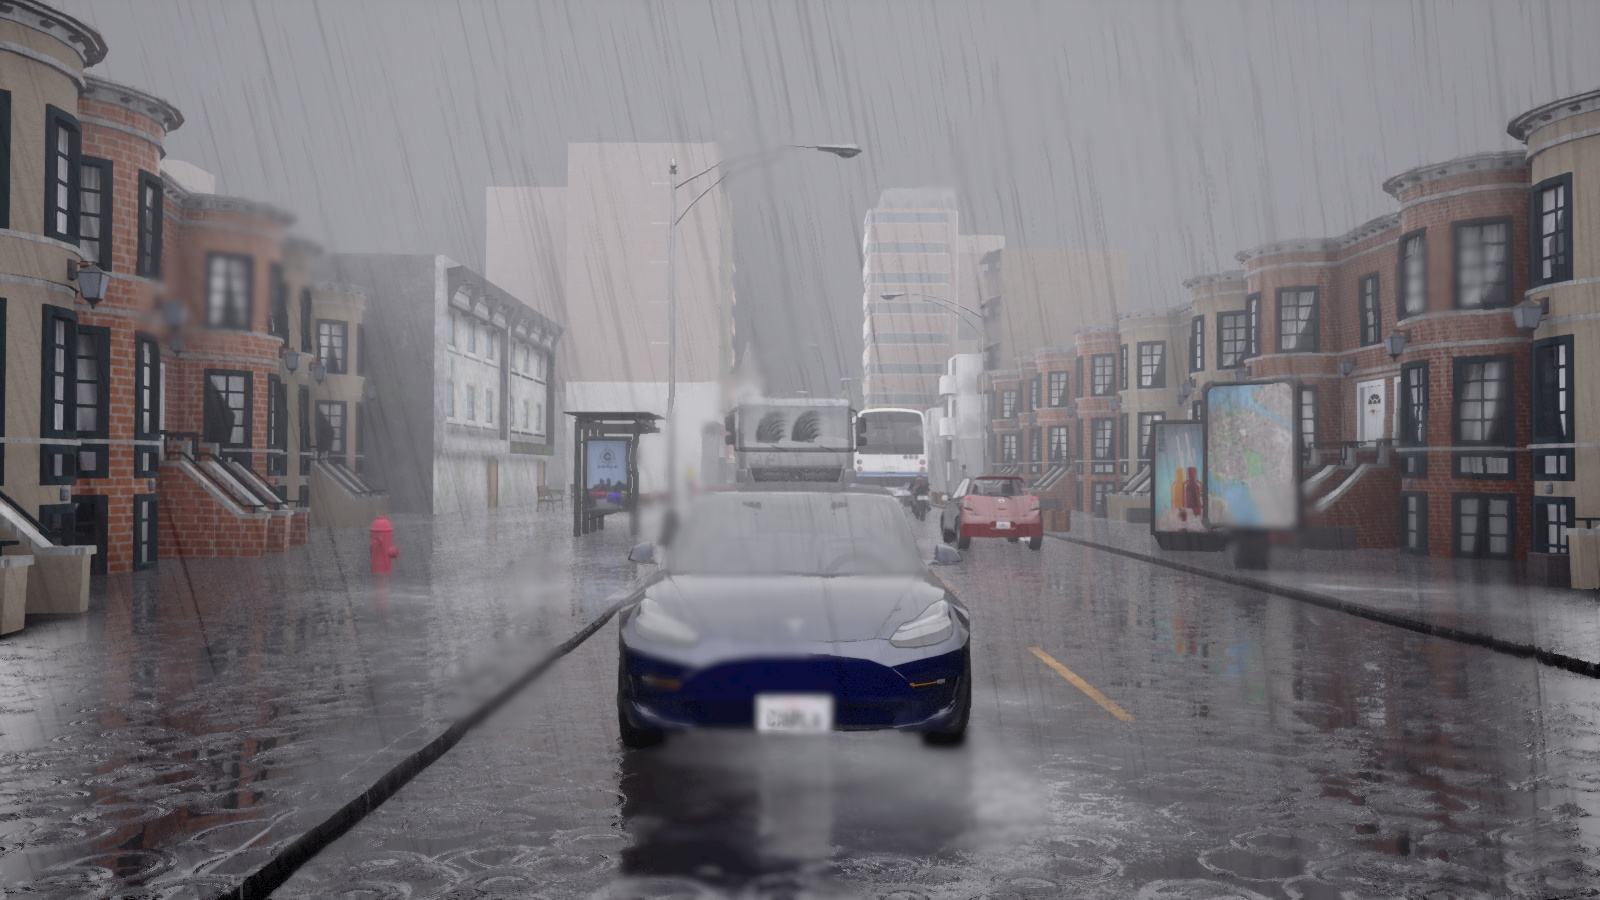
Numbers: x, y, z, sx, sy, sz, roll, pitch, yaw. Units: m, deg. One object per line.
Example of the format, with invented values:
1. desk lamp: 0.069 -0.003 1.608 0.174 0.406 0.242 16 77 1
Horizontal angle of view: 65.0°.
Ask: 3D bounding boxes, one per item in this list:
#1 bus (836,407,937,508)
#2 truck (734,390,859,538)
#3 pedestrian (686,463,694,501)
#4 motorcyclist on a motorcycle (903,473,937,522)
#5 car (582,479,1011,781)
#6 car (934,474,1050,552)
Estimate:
1. bus: 3.829 0.405 58.648 3.944 4.253 10.273 0 -1 0
2. truck: -0.094 0.391 33.331 2.891 3.462 7.936 0 -1 0
3. pedestrian: -5.454 1.588 62.184 0.354 1.836 0.706 0 -1 0
4. motorcyclist on a motorcycle: 3.891 1.518 40.809 0.866 1.530 2.191 0 -1 0
5. car: -0.024 0.961 8.751 2.163 1.488 4.792 0 -1 0
6. car: 3.930 1.252 26.204 1.845 1.501 3.633 0 -1 0
